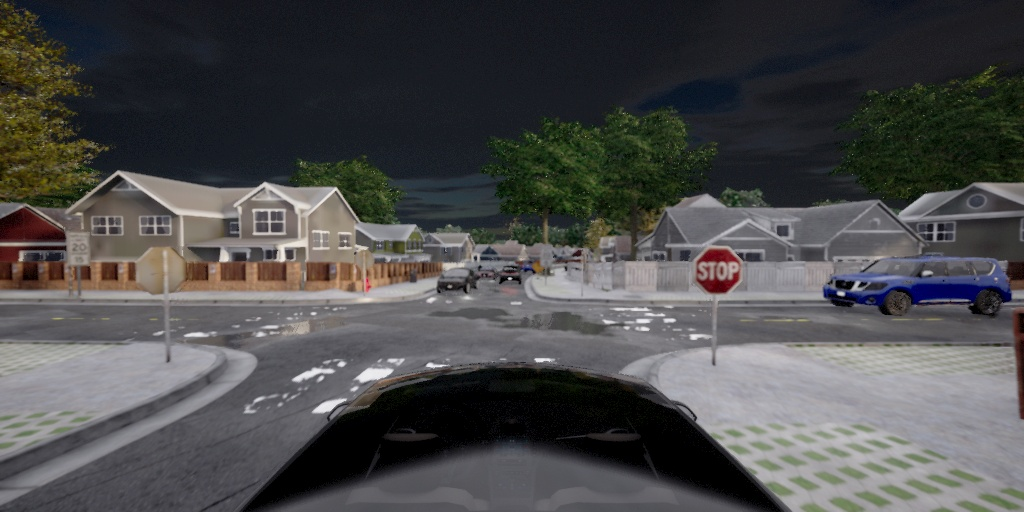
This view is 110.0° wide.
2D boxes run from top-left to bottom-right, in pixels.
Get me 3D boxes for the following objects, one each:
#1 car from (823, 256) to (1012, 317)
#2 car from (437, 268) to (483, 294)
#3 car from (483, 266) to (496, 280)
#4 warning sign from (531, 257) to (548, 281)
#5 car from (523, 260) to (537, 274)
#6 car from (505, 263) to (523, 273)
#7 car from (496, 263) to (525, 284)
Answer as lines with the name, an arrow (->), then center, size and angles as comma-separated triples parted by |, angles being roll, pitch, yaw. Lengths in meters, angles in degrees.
car -> 15.033, 1.044, 13.449 | 5.566, 2.045, 2.150 | 0, 2, -2
car -> -3.373, 1.494, 23.002 | 1.882, 1.535, 5.008 | 0, 0, 4
car -> -2.576, 1.776, 37.577 | 1.994, 1.385, 4.181 | 0, -1, 5
warning sign -> 2.390, 1.282, 33.221 | 1.300, 1.860, 1.060 | 0, 0, 4
car -> 2.887, 1.719, 56.857 | 2.150, 2.045, 5.566 | 0, 0, 11
car -> 0.409, 1.994, 59.252 | 2.128, 1.511, 4.902 | 0, -1, 11
car -> -0.026, 1.645, 31.886 | 1.837, 1.490, 4.892 | 0, -1, 3
